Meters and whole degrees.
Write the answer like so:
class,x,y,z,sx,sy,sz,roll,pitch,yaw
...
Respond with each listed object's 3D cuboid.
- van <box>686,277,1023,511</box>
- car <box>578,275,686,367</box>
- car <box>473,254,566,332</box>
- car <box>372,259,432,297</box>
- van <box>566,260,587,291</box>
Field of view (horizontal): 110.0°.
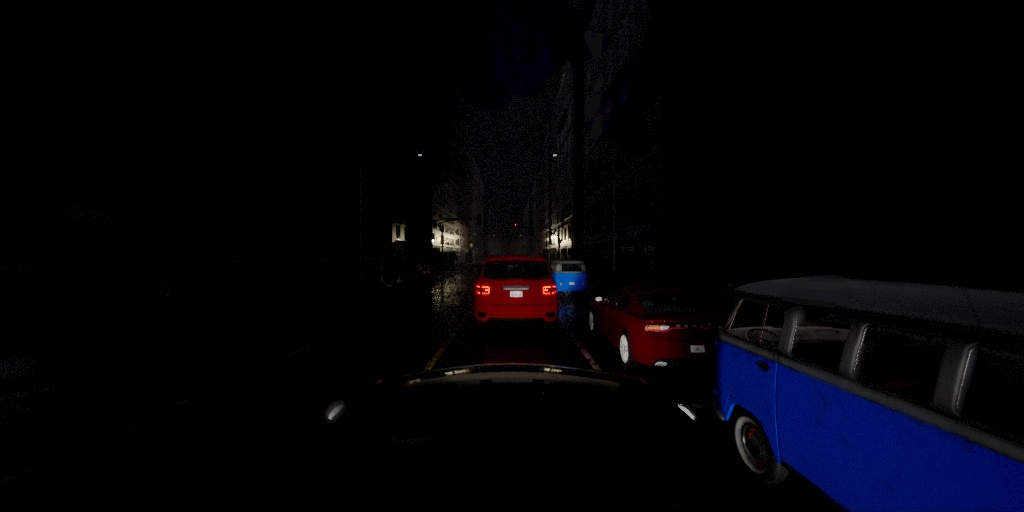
class,x,y,z,sx,sy,sz,roll,pitch,yaw
van,2.856,1.091,2.089,1.690,1.789,3.998,0,0,0
car,2.864,1.294,7.750,1.888,1.381,4.507,0,0,0
car,0.114,0.970,10.972,2.150,2.045,5.566,0,0,0
car,-5.644,1.060,19.043,2.192,1.841,5.009,0,0,0
van,2.881,1.086,19.071,1.690,1.789,3.998,0,0,0
